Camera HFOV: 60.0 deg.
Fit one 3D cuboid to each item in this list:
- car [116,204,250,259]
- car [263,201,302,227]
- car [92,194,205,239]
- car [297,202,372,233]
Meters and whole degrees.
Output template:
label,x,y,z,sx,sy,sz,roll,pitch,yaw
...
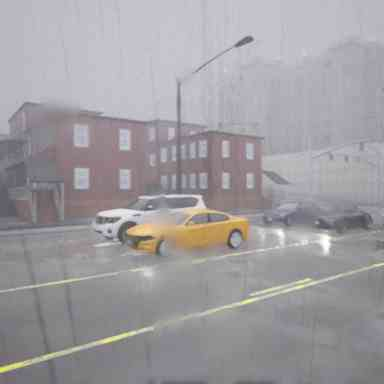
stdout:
label,x,y,z,sx,sy,sz,roll,pitch,yaw
car,-0.027,1.404,12.548,5.008,1.535,1.882,-1,0,-35
car,6.646,1.350,21.544,4.674,1.442,1.812,-1,0,-35
car,-1.749,1.142,15.616,5.566,2.045,2.150,-1,0,-35
car,8.042,1.398,18.252,4.181,1.385,1.994,-1,0,-35
